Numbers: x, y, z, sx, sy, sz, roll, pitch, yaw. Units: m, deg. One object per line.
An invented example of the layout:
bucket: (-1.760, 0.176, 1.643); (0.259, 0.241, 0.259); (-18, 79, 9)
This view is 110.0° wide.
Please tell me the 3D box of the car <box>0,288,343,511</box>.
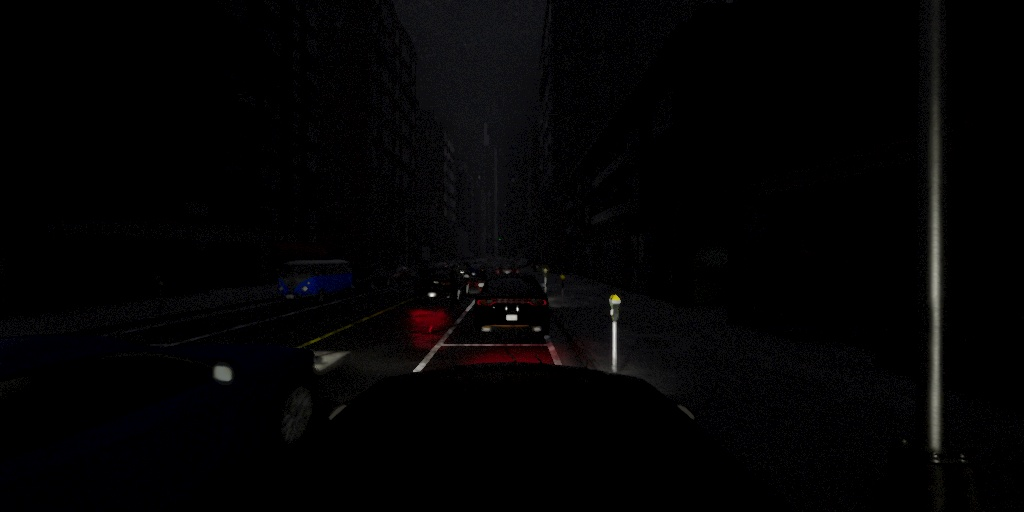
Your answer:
car: (-3.145, 1.227, 2.101); (1.882, 1.535, 5.008); (0, 0, 0)

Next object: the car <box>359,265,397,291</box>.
car: (-8.813, 1.317, 21.829); (1.948, 1.339, 4.313); (0, 0, 0)

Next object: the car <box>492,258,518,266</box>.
car: (-0.288, 1.193, 27.330); (1.967, 1.591, 4.097); (0, 0, 0)

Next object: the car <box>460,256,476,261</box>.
car: (-6.147, 0.968, 49.926); (2.150, 2.045, 5.566); (0, 0, 0)

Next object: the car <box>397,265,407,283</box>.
car: (-8.813, 1.335, 27.331); (1.802, 1.307, 4.207); (0, 0, 0)

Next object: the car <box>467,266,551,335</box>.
car: (-0.006, 1.228, 10.500); (1.882, 1.535, 5.008); (0, 0, 0)

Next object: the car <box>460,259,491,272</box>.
car: (-3.141, 1.280, 31.628); (1.812, 1.442, 4.674); (0, 0, 0)

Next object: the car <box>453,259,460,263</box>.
car: (-8.814, 1.201, 49.336); (1.967, 1.591, 4.097); (0, 0, 0)

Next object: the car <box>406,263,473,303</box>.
car: (-3.141, 1.259, 16.552); (1.837, 1.490, 4.892); (0, 0, 0)

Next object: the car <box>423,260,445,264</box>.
car: (-8.813, 1.322, 38.333); (1.948, 1.339, 4.313); (0, 0, 0)

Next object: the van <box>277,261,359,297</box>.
van: (-8.813, 1.091, 16.328); (1.690, 1.789, 3.998); (0, 0, 0)

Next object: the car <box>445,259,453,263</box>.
car: (-8.814, 1.341, 43.834); (1.802, 1.307, 4.207); (0, 0, 0)
